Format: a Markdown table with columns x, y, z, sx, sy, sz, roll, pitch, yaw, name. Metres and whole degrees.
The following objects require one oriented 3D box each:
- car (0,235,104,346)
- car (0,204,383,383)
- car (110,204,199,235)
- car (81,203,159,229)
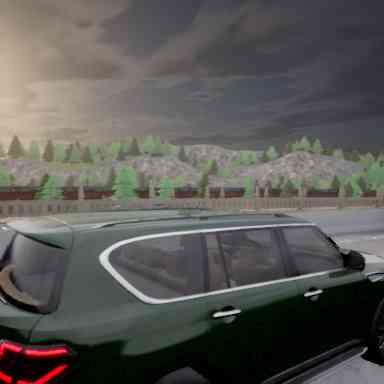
| x | y | z | sx | sy | sz | roll | pitch | yaw | name |
| --- | --- | --- | --- | --- | --- | --- | --- | --- | --- |
| -4.006 | 1.601 | 5.189 | 4.718 | 1.301 | 1.895 | 0 | 0 | -35 | car |
| 0.531 | 1.222 | 4.126 | 5.566 | 2.045 | 2.150 | 0 | 0 | -35 | car |
| -2.116 | 1.505 | 19.509 | 4.892 | 1.490 | 1.837 | 0 | 0 | -34 | car |
| -4.689 | 1.526 | 21.989 | 4.674 | 1.442 | 1.812 | 0 | 0 | -34 | car |
